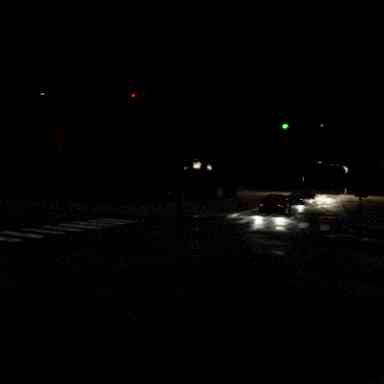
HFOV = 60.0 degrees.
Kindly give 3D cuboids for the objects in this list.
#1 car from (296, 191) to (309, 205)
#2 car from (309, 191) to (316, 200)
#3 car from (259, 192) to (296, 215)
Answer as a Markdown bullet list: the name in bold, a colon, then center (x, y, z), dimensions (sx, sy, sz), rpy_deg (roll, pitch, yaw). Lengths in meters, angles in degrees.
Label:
- **car**: center (12.447, 0.741, 39.520), dimensions (1.812, 1.442, 4.674), rpy_deg (3, 2, 24)
- **car**: center (19.423, 0.538, 55.271), dimensions (1.994, 1.385, 4.181), rpy_deg (3, 2, 24)
- **car**: center (6.716, 0.903, 26.492), dimensions (1.882, 1.535, 5.008), rpy_deg (3, 2, 24)
